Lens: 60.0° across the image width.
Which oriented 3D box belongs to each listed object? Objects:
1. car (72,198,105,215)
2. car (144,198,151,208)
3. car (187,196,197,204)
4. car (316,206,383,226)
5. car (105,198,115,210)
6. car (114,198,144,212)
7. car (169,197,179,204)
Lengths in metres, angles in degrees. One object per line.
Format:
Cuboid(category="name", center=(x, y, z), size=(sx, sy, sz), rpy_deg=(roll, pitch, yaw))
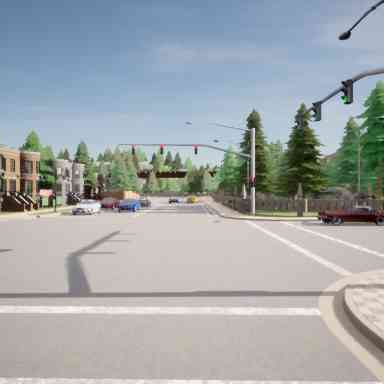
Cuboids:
Cuboid(category="car", center=(-10.664, 1.526, 34.023), size=(1.812, 1.442, 4.674), rpy_deg=(0, 0, 0))
Cuboid(category="car", center=(-7.164, 1.564, 48.350), size=(1.994, 1.385, 4.181), rpy_deg=(0, 0, 0))
Cuboid(category="car", center=(-0.031, 1.478, 64.917), size=(1.882, 1.535, 5.008), rpy_deg=(0, 0, 0))
Cuboid(category="car", center=(11.142, 1.601, 22.901), size=(4.718, 1.301, 1.895), rpy_deg=(0, 0, 2))
Cuboid(category="car", center=(-10.674, 1.478, 43.076), size=(1.882, 1.535, 5.008), rpy_deg=(0, 0, 0))
Cuboid(category="car", center=(-7.172, 1.478, 38.363), size=(1.882, 1.535, 5.008), rpy_deg=(0, 0, 0))
Cuboid(category="car", center=(-3.531, 1.601, 65.200), size=(1.895, 1.301, 4.718), rpy_deg=(0, 0, 0))
